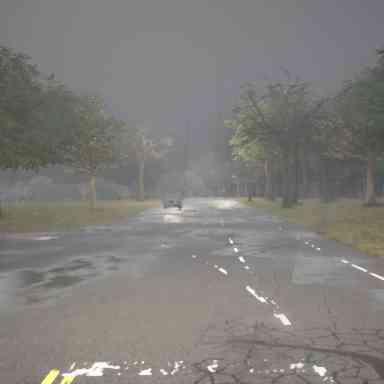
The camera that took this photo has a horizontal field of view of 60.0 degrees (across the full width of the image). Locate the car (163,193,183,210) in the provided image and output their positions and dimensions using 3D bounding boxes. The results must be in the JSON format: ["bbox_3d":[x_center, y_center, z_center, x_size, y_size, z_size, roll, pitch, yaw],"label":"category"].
[{"bbox_3d":[-2.413,1.184,42.756,2.150,2.045,5.566,-1,1,2],"label":"car"}]
